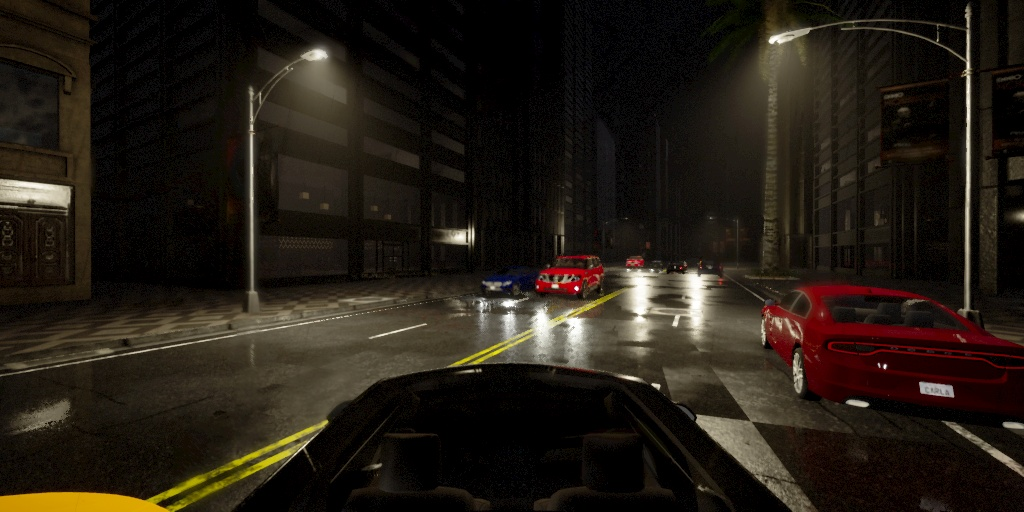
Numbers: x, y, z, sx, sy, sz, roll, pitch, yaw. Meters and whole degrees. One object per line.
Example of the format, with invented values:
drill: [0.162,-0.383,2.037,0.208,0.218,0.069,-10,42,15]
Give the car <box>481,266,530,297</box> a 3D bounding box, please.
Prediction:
car: [0.118,1.278,19.413,1.812,1.442,4.674,0,0,27]

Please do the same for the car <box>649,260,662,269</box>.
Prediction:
car: [22.610,1.348,55.922,1.994,1.385,4.181,0,0,27]

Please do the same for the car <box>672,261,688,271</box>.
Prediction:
car: [23.563,1.379,50.290,1.895,1.301,4.718,0,0,27]

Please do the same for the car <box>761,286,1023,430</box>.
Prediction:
car: [5.517,1.228,5.902,1.882,1.535,5.008,0,0,27]

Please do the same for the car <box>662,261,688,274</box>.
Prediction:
car: [18.671,1.316,40.794,2.033,1.411,5.357,0,0,27]

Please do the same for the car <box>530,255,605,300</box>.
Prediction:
car: [3.153,0.973,18.207,2.150,2.045,5.566,0,0,27]

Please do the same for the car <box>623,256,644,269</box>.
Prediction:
car: [19.788,1.008,57.541,2.150,2.045,5.566,0,0,28]

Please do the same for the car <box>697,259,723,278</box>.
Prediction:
car: [19.308,1.117,34.971,2.097,1.767,4.553,0,0,27]
